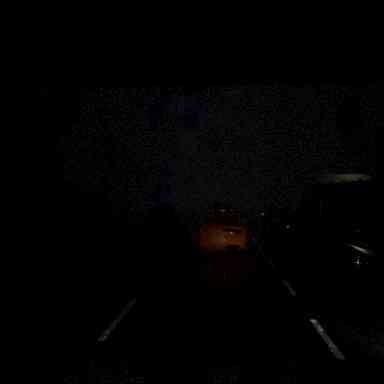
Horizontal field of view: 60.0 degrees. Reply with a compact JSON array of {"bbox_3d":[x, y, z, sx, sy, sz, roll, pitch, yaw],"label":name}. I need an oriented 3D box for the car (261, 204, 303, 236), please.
[{"bbox_3d":[5.345,1.714,20.249,1.882,1.535,5.008,0,-1,5],"label":"car"}]

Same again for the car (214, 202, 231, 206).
[{"bbox_3d":[2.707,1.663,29.988,2.097,1.767,4.553,0,-1,5],"label":"car"}]

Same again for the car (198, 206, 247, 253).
[{"bbox_3d":[1.328,1.629,14.561,1.882,1.535,5.008,0,0,5],"label":"car"}]
